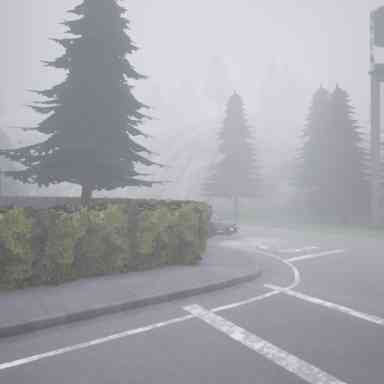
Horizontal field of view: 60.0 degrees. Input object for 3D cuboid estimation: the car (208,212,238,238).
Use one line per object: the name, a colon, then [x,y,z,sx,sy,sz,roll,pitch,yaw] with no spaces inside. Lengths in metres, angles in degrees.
car: [0.424,1.683,18.995,1.837,1.490,4.892,0,0,-42]
